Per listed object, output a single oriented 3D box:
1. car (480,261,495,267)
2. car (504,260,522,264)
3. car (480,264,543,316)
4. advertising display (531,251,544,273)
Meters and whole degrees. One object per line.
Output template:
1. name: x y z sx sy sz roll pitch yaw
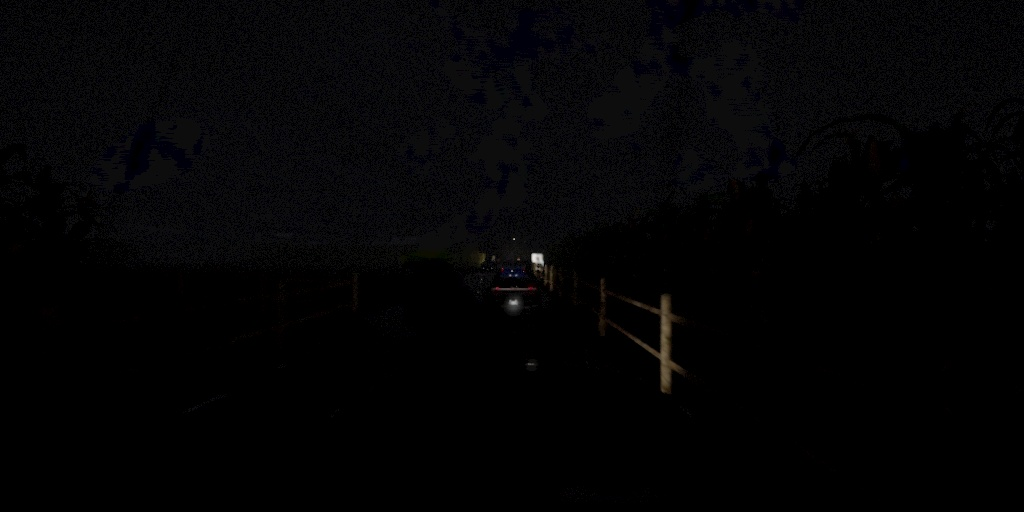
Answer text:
1. car: -2.839 1.358 44.148 1.837 1.490 4.892 0 -1 0
2. car: 0.084 1.119 29.057 2.097 1.767 4.553 0 0 0
3. car: 0.083 1.217 13.219 2.128 1.511 4.902 0 0 0
4. advertising display: 3.124 0.881 44.889 1.540 2.440 0.280 0 0 0
